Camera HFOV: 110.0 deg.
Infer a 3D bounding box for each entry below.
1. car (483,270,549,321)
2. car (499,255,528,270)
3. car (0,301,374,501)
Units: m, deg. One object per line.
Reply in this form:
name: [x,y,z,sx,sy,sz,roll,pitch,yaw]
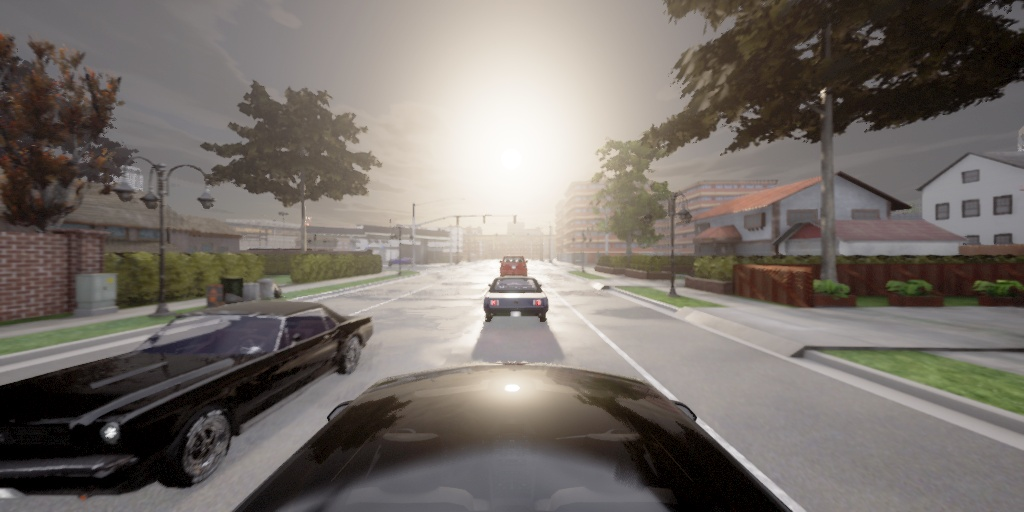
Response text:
car: [0.101,1.336,12.288,1.895,1.301,4.718,0,0,0]
car: [0.124,0.936,29.155,2.150,2.045,5.566,0,0,0]
car: [-3.599,1.347,4.713,1.895,1.301,4.718,0,0,0]
